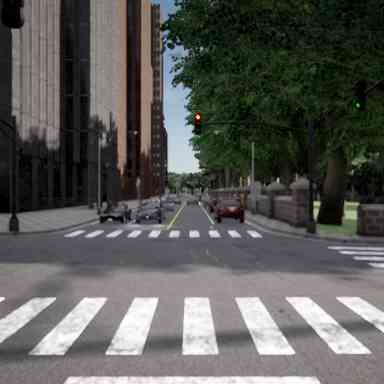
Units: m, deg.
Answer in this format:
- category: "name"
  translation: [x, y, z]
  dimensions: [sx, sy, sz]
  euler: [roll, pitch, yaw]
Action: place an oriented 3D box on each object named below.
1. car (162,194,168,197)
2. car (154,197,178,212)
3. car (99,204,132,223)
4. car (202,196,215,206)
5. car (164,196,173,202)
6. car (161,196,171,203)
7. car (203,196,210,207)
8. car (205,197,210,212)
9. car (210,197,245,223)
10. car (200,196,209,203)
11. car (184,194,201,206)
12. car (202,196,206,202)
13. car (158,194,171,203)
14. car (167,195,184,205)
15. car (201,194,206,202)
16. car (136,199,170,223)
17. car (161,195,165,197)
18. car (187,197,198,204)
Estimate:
- category: "car"
  translation: [-5.700, 1.635, 63.658]
  dimensions: [1.802, 1.307, 4.206]
  euler: [0, 0, 0]
- category: "car"
  translation: [-3.061, 1.626, 38.900]
  dimensions: [1.895, 1.301, 4.718]
  euler: [0, 0, 0]
- category: "car"
  translation: [-5.737, 1.576, 25.459]
  dimensions: [1.947, 1.339, 4.313]
  euler: [0, 0, 0]
- category: "car"
  translation: [2.820, 1.487, 58.199]
  dimensions: [1.967, 1.590, 4.097]
  euler: [0, 0, 0]
- category: "car"
  translation: [-5.685, 1.620, 80.029]
  dimensions: [1.887, 1.381, 4.507]
  euler: [0, 0, 0]
- category: "car"
  translation: [-5.690, 1.611, 74.572]
  dimensions: [1.887, 1.381, 4.507]
  euler: [0, 0, 0]
- category: "car"
  translation: [2.804, 1.579, 41.829]
  dimensions: [2.008, 1.369, 4.403]
  euler: [0, 0, 0]
- category: "car"
  translation: [2.799, 1.588, 36.372]
  dimensions: [1.947, 1.339, 4.313]
  euler: [0, 0, 0]
- category: "car"
  translation: [2.788, 1.326, 25.460]
  dimensions: [2.192, 1.841, 5.009]
  euler: [0, 0, 0]
- category: "car"
  translation: [2.836, 1.592, 74.738]
  dimensions: [1.752, 1.417, 4.829]
  euler: [0, 0, 0]
- category: "car"
  translation: [0.110, 1.536, 56.017]
  dimensions: [2.128, 1.511, 4.902]
  euler: [0, 0, 1]
- category: "car"
  translation: [2.809, 1.585, 47.286]
  dimensions: [2.008, 1.369, 4.403]
  euler: [0, 0, 0]
- category: "car"
  translation: [-5.695, 1.374, 69.115]
  dimensions: [2.192, 1.841, 5.009]
  euler: [0, 0, 0]
- category: "car"
  translation: [-2.957, 1.612, 58.606]
  dimensions: [1.994, 1.385, 4.181]
  euler: [0, 0, 0]
- category: "car"
  translation: [2.815, 1.481, 52.742]
  dimensions: [1.967, 1.590, 4.097]
  euler: [0, 0, 0]
- category: "car"
  translation: [-3.081, 1.516, 25.731]
  dimensions: [1.837, 1.490, 4.892]
  euler: [0, 0, 1]
- category: "car"
  translation: [-5.711, 1.622, 52.744]
  dimensions: [1.802, 1.307, 4.206]
  euler: [0, 0, 0]
- category: "car"
  translation: [0.065, 1.620, 65.997]
  dimensions: [1.994, 1.385, 4.181]
  euler: [0, 0, 0]
